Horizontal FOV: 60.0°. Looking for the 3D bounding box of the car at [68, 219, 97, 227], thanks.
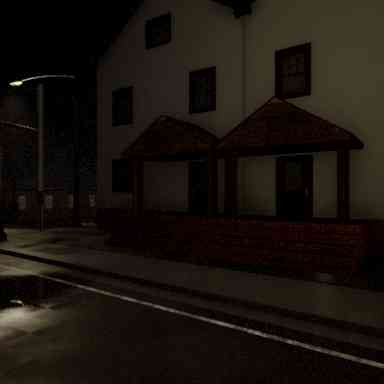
[{"bbox_3d":[-10.603,3.596,35.149,1.882,1.535,5.008,0,-9,35],"label":"car"}]
